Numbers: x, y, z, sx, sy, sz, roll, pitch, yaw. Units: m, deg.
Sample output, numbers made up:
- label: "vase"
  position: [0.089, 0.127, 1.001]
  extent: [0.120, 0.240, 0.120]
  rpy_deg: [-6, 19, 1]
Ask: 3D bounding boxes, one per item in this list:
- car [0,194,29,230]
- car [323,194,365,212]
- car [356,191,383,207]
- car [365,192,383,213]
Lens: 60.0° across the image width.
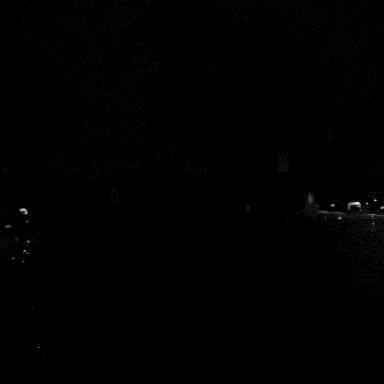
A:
- label: "car"
  position: [-9.550, 0.854, 15.724]
  extent: [4.553, 1.767, 2.097]
  rpy_deg: [2, 2, 41]
- label: "car"
  position: [12.797, 0.871, 28.278]
  extent: [4.181, 1.385, 1.994]
  rpy_deg: [-1, 2, -45]
- label: "car"
  position: [19.205, 0.708, 34.854]
  extent: [2.033, 1.411, 5.357]
  rpy_deg: [2, 2, 44]
- label: "car"
  position: [15.452, 0.949, 25.999]
  extent: [1.994, 1.385, 4.181]
  rpy_deg: [2, 2, 44]
